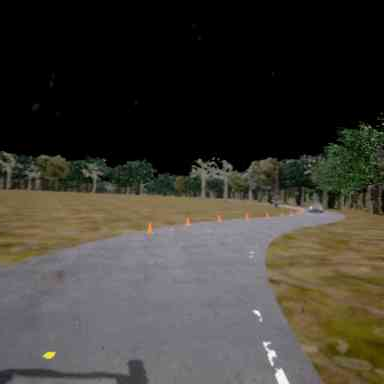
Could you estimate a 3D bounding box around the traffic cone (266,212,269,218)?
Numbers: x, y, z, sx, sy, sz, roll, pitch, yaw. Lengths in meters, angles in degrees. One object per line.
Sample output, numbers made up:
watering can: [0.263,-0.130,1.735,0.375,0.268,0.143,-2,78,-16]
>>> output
traffic cone: [8.063,2.480,35.497,0.340,0.580,0.340,2,-1,34]

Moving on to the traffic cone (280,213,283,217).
traffic cone: [10.693,2.642,39.579,0.340,0.580,0.340,2,-1,31]

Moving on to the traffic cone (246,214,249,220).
traffic cone: [5.223,2.314,31.557,0.340,0.580,0.340,2,-1,37]

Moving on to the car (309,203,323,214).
car: [20.409,2.642,54.885,2.097,1.767,4.553,2,-1,20]

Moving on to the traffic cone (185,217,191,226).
traffic cone: [-0.273,1.992,22.543,0.340,0.580,0.340,2,0,25]
